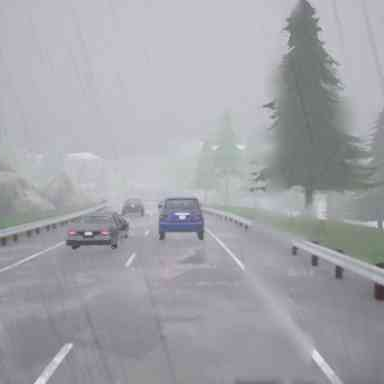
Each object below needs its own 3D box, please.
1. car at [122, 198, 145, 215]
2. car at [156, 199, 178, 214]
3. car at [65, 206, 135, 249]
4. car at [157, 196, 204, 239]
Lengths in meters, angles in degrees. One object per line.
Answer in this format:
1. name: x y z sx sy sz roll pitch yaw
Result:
1. car: -5.852 1.363 33.416 2.097 1.767 4.553 0 0 -8
2. car: -2.814 1.554 37.040 2.033 1.411 5.357 0 0 -9
3. car: -3.919 1.554 14.585 2.033 1.411 5.357 0 0 -4
4. car: -0.625 1.223 17.507 2.150 2.045 5.566 0 0 -4
